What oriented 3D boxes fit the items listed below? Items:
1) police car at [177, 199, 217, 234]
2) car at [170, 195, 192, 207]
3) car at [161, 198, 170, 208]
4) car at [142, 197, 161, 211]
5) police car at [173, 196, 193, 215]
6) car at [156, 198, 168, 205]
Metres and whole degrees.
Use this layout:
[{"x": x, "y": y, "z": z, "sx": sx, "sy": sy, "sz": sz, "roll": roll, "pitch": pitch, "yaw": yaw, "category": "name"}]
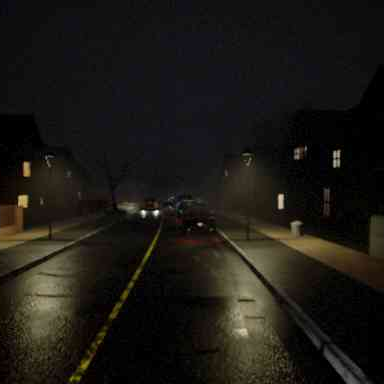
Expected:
[{"x": 0.285, "y": 1.440, "z": 19.504, "sx": 1.930, "sy": 1.638, "sz": 5.238, "roll": 0, "pitch": 0, "yaw": -3, "category": "police car"}, {"x": -0.894, "y": 1.308, "z": 35.485, "sx": 2.150, "sy": 2.045, "sz": 5.566, "roll": 0, "pitch": 0, "yaw": -5, "category": "car"}, {"x": -3.847, "y": 1.806, "z": 53.514, "sx": 1.895, "sy": 1.301, "sz": 4.718, "roll": 0, "pitch": 0, "yaw": -9, "category": "car"}, {"x": -5.505, "y": 1.506, "z": 43.847, "sx": 2.097, "sy": 1.767, "sz": 4.553, "roll": 0, "pitch": 0, "yaw": -7, "category": "car"}, {"x": -0.377, "y": 1.478, "z": 29.547, "sx": 1.930, "sy": 1.638, "sz": 5.238, "roll": 0, "pitch": 0, "yaw": -4, "category": "police car"}, {"x": -6.099, "y": 1.876, "z": 67.601, "sx": 1.994, "sy": 1.385, "sz": 4.181, "roll": 0, "pitch": 0, "yaw": -10, "category": "car"}]
